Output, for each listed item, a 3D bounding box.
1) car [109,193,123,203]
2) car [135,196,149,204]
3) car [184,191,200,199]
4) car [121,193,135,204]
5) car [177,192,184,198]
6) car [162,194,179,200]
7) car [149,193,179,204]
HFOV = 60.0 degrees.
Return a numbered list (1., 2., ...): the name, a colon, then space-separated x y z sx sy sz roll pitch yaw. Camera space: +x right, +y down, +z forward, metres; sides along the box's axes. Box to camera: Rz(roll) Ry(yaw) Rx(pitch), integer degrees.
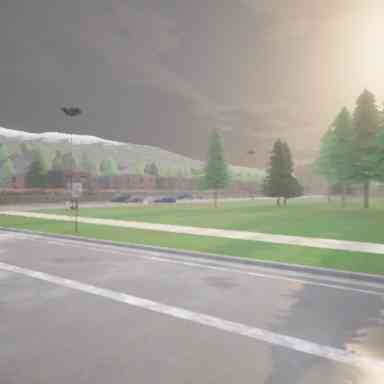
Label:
1. car: -14.123 1.184 66.946 2.150 2.045 5.566 0 0 35
2. car: -8.137 1.491 63.336 1.812 1.442 4.674 0 0 36
3. car: 0.789 1.104 76.075 1.812 1.442 4.674 0 0 35
4. car: -11.130 1.488 65.136 1.812 1.442 4.674 0 0 35
5. car: -2.336 0.802 77.712 2.150 2.045 5.566 0 0 35
6. car: -5.189 1.127 79.741 1.994 1.385 4.181 0 0 35
7. car: -5.097 1.446 61.598 1.882 1.535 5.008 0 0 36
